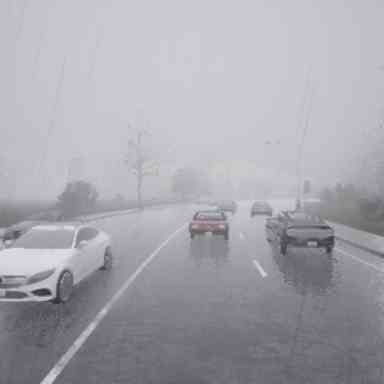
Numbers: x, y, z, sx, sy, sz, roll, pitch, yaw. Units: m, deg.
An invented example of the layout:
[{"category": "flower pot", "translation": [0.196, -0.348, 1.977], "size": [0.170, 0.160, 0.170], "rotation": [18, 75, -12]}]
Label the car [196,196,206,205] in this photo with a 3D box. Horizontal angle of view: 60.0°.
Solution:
[{"category": "car", "translation": [2.114, 1.508, 55.275], "size": [1.837, 1.490, 4.892], "rotation": [0, 0, 20]}]

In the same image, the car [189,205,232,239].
[{"category": "car", "translation": [0.969, 1.605, 17.386], "size": [1.895, 1.301, 4.718], "rotation": [0, 0, 5]}]

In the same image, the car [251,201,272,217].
[{"category": "car", "translation": [6.669, 1.585, 31.856], "size": [1.994, 1.385, 4.181], "rotation": [0, 0, 11]}]

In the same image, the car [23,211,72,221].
[{"category": "car", "translation": [-6.426, 1.554, 14.905], "size": [1.994, 1.385, 4.181], "rotation": [0, 0, 5]}]

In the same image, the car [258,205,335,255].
[{"category": "car", "translation": [4.162, 1.501, 13.444], "size": [2.128, 1.511, 4.902], "rotation": [0, 0, 4]}]

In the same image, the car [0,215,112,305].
[{"category": "car", "translation": [-3.347, 1.521, 8.247], "size": [1.812, 1.442, 4.674], "rotation": [0, 0, 3]}]

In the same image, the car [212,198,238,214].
[{"category": "car", "translation": [3.834, 1.560, 35.569], "size": [2.033, 1.411, 5.357], "rotation": [0, 0, 13]}]

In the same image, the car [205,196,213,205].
[{"category": "car", "translation": [3.826, 1.575, 49.383], "size": [1.994, 1.385, 4.181], "rotation": [0, 0, 18]}]
